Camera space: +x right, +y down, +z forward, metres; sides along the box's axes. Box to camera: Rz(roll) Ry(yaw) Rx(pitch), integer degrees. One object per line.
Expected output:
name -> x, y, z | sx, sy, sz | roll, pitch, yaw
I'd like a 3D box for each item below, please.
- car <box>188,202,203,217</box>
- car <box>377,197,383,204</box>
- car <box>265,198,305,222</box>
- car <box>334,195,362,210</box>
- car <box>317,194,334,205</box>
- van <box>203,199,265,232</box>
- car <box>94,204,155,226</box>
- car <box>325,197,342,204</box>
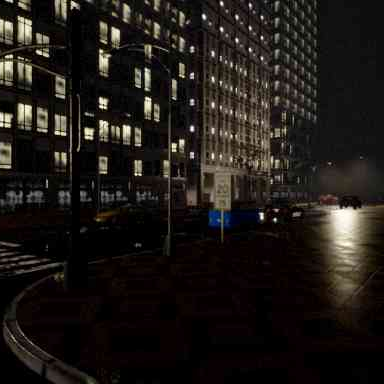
car -> 1.375, 1.604, 31.667 | 1.802, 1.307, 4.206 | 0, 0, 38
car -> 38.164, 1.659, 66.536 | 1.947, 1.339, 4.313 | 0, 0, 38
car -> 7.619, 1.473, 26.859 | 1.967, 1.590, 4.097 | 0, 0, 38
car -> 21.195, 1.369, 44.494 | 2.192, 1.841, 5.009 | 0, 0, 38
car -> 25.133, 1.381, 62.528 | 2.192, 1.841, 5.009 | 0, 0, 38
van -> 2.656, 1.368, 20.230 | 1.690, 1.788, 3.998 | 0, 0, 38
car -> -4.734, 1.540, 23.944 | 1.752, 1.417, 4.829 | 0, 0, 38
car -> 28.527, 1.625, 66.936 | 2.008, 1.369, 4.403 | 0, 0, 38
